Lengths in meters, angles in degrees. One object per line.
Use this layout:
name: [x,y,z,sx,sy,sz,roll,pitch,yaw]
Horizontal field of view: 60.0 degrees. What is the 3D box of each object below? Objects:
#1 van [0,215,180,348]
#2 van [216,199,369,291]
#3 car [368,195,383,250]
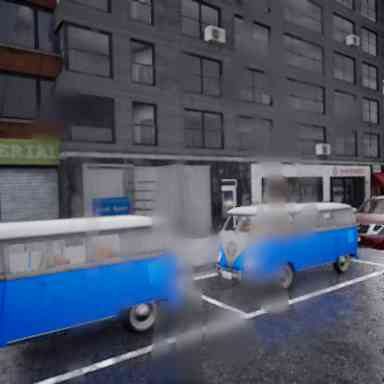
van: [-2.116,1.317,5.033,3.998,1.788,1.690,-2,0,-35]
van: [2.443,1.191,8.257,3.998,1.788,1.690,-2,0,-35]
car: [7.001,1.039,11.483,5.009,1.841,2.192,-2,0,-35]
